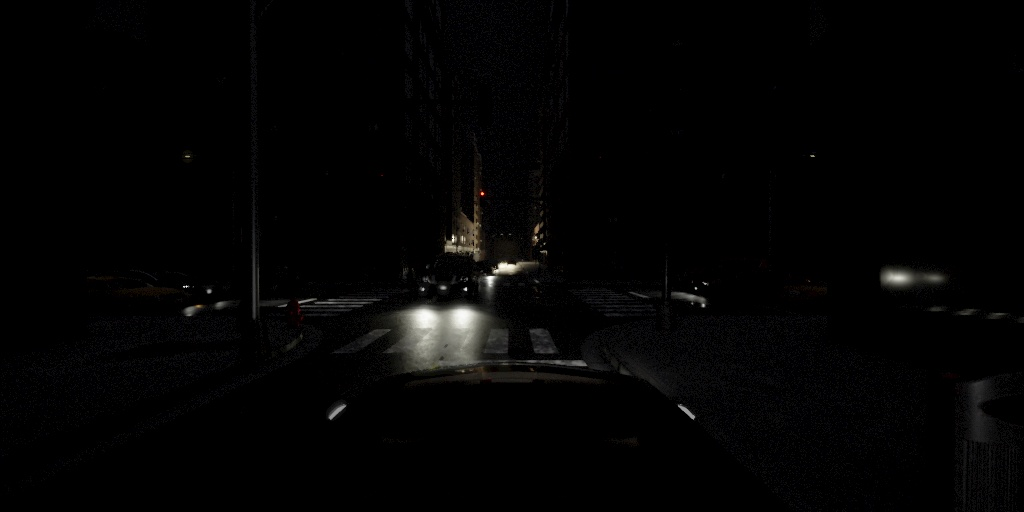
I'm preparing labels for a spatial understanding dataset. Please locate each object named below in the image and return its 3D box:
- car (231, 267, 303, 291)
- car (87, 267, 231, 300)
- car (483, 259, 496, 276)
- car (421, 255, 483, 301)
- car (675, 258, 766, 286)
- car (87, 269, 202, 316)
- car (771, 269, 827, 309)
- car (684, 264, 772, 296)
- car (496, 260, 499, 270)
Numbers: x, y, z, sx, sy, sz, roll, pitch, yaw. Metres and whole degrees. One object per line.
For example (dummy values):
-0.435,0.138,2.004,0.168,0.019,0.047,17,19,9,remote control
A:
-14.568,1.307,20.921,4.313,1.339,1.948,0,0,0,car
-15.481,1.260,15.421,4.902,1.511,2.128,0,0,0,car
-2.914,1.246,37.063,1.837,1.490,4.892,0,0,0,car
-2.876,0.966,17.797,2.150,2.045,5.566,0,0,0,car
12.315,1.032,20.936,5.009,1.841,2.192,0,0,0,car
-14.403,1.305,12.896,4.829,1.417,1.751,0,0,0,car
12.481,1.280,12.910,4.829,1.417,1.751,0,0,0,car
12.135,1.277,18.360,5.357,1.411,2.033,0,0,3,car
-2.936,1.204,52.483,1.882,1.535,5.008,0,0,0,car
